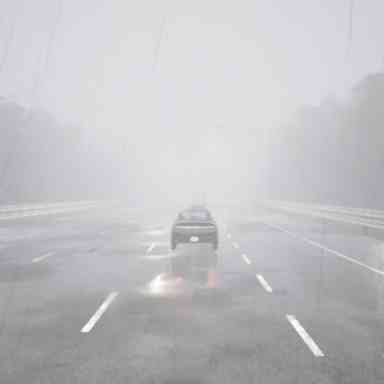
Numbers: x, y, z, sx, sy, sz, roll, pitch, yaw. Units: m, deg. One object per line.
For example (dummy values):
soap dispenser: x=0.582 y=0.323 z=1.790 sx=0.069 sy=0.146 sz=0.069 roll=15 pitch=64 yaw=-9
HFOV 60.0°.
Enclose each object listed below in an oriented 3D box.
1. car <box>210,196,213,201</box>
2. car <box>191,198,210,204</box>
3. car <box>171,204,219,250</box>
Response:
car: x=3.388 y=1.849 z=80.888 sx=2.128 sy=1.511 sz=4.902 roll=0 pitch=0 yaw=5
car: x=0.615 y=1.618 z=33.603 sx=1.812 sy=1.442 sz=4.674 roll=0 pitch=0 yaw=2
car: x=0.128 y=1.511 z=14.527 sx=2.128 sy=1.511 sz=4.902 roll=0 pitch=0 yaw=1
